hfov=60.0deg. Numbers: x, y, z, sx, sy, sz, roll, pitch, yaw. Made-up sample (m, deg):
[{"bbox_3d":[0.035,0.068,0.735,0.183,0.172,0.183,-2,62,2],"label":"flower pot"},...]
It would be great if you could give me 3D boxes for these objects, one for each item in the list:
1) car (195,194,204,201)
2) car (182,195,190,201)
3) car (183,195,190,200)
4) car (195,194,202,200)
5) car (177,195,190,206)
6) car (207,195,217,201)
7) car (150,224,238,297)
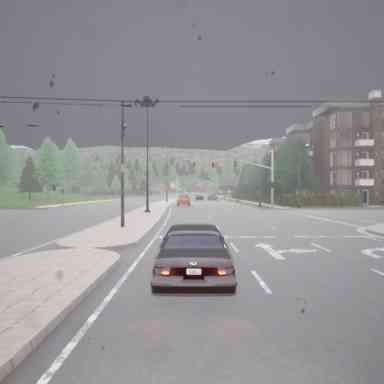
[{"bbox_3d":[1.967,1.458,85.377,1.882,1.535,5.008,0,0,0],"label":"car"},{"bbox_3d":[-1.532,1.504,85.338,1.812,1.442,4.674,0,0,0],"label":"car"},{"bbox_3d":[-1.557,1.549,95.653,1.895,1.301,4.718,0,0,0],"label":"car"},{"bbox_3d":[1.943,1.450,95.625,1.837,1.490,4.892,0,0,0],"label":"car"},{"bbox_3d":[-1.364,1.340,54.513,2.097,1.767,4.553,0,0,-1],"label":"car"},{"bbox_3d":[5.467,1.520,85.385,2.033,1.411,5.357,0,0,0],"label":"car"},{"bbox_3d":[0.041,1.545,8.768,2.033,1.411,5.357,0,0,0],"label":"car"}]
